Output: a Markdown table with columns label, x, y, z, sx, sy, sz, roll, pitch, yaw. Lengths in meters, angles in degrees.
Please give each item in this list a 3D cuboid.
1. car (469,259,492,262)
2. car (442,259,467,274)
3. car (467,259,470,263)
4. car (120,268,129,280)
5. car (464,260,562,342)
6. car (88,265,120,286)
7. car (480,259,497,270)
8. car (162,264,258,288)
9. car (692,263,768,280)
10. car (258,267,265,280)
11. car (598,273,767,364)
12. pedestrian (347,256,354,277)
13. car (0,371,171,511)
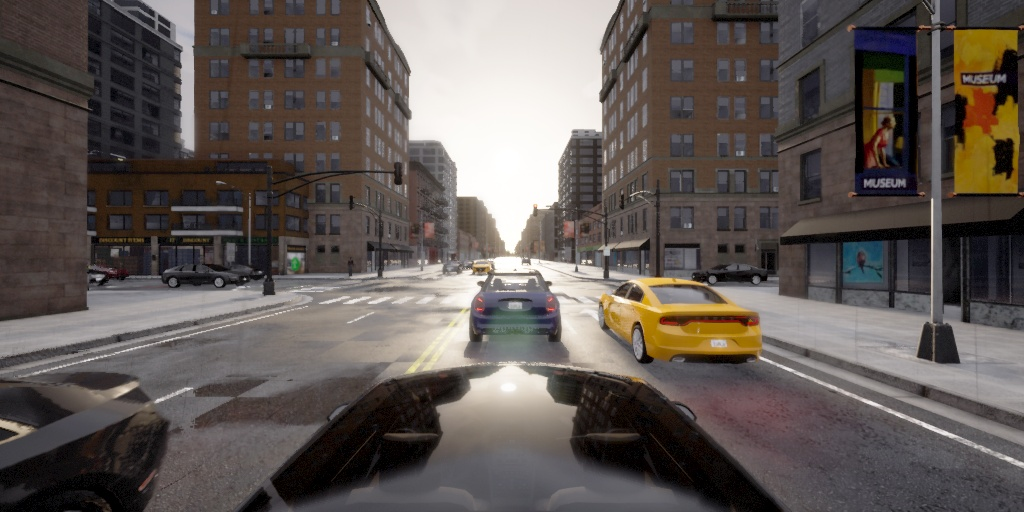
| label | x | y | z | sx | sy | sz | roll | pitch | yaw |
| --- | --- | --- | --- | --- | --- | --- | --- | --- | --- |
| car | -3.405 | 1.227 | 41.273 | 1.882 | 1.535 | 5.008 | 0 | 0 | 0 |
| car | -6.666 | 1.241 | 40.667 | 2.128 | 1.511 | 4.902 | 0 | 0 | -1 |
| car | -6.667 | 1.237 | 53.367 | 2.128 | 1.511 | 4.902 | 0 | 0 | 0 |
| car | -33.184 | 1.344 | 28.646 | 4.207 | 1.307 | 1.802 | 0 | 0 | 0 |
| car | 0.079 | 1.102 | 9.935 | 2.097 | 1.767 | 4.553 | 0 | 0 | 0 |
| car | -29.101 | 1.232 | 23.145 | 4.902 | 1.511 | 2.128 | 0 | 0 | 0 |
| car | -3.416 | 1.238 | 52.098 | 2.128 | 1.511 | 4.902 | 0 | 0 | 0 |
| car | -19.613 | 1.248 | 23.110 | 4.892 | 1.490 | 1.837 | 0 | 0 | 0 |
| car | 15.849 | 1.268 | 26.282 | 5.008 | 1.535 | 1.882 | 0 | 0 | 1 |
| car | -22.161 | 1.330 | 28.605 | 4.313 | 1.339 | 1.948 | 0 | 0 | 0 |
| car | 3.317 | 1.228 | 8.133 | 1.882 | 1.535 | 5.008 | 0 | 0 | 1 |
| pedestrian | -14.183 | 0.920 | 31.452 | 0.375 | 1.860 | 0.375 | 0 | 0 | 0 |
| car | -3.348 | 1.256 | 0.474 | 1.837 | 1.490 | 4.892 | 0 | 0 | 0 |
